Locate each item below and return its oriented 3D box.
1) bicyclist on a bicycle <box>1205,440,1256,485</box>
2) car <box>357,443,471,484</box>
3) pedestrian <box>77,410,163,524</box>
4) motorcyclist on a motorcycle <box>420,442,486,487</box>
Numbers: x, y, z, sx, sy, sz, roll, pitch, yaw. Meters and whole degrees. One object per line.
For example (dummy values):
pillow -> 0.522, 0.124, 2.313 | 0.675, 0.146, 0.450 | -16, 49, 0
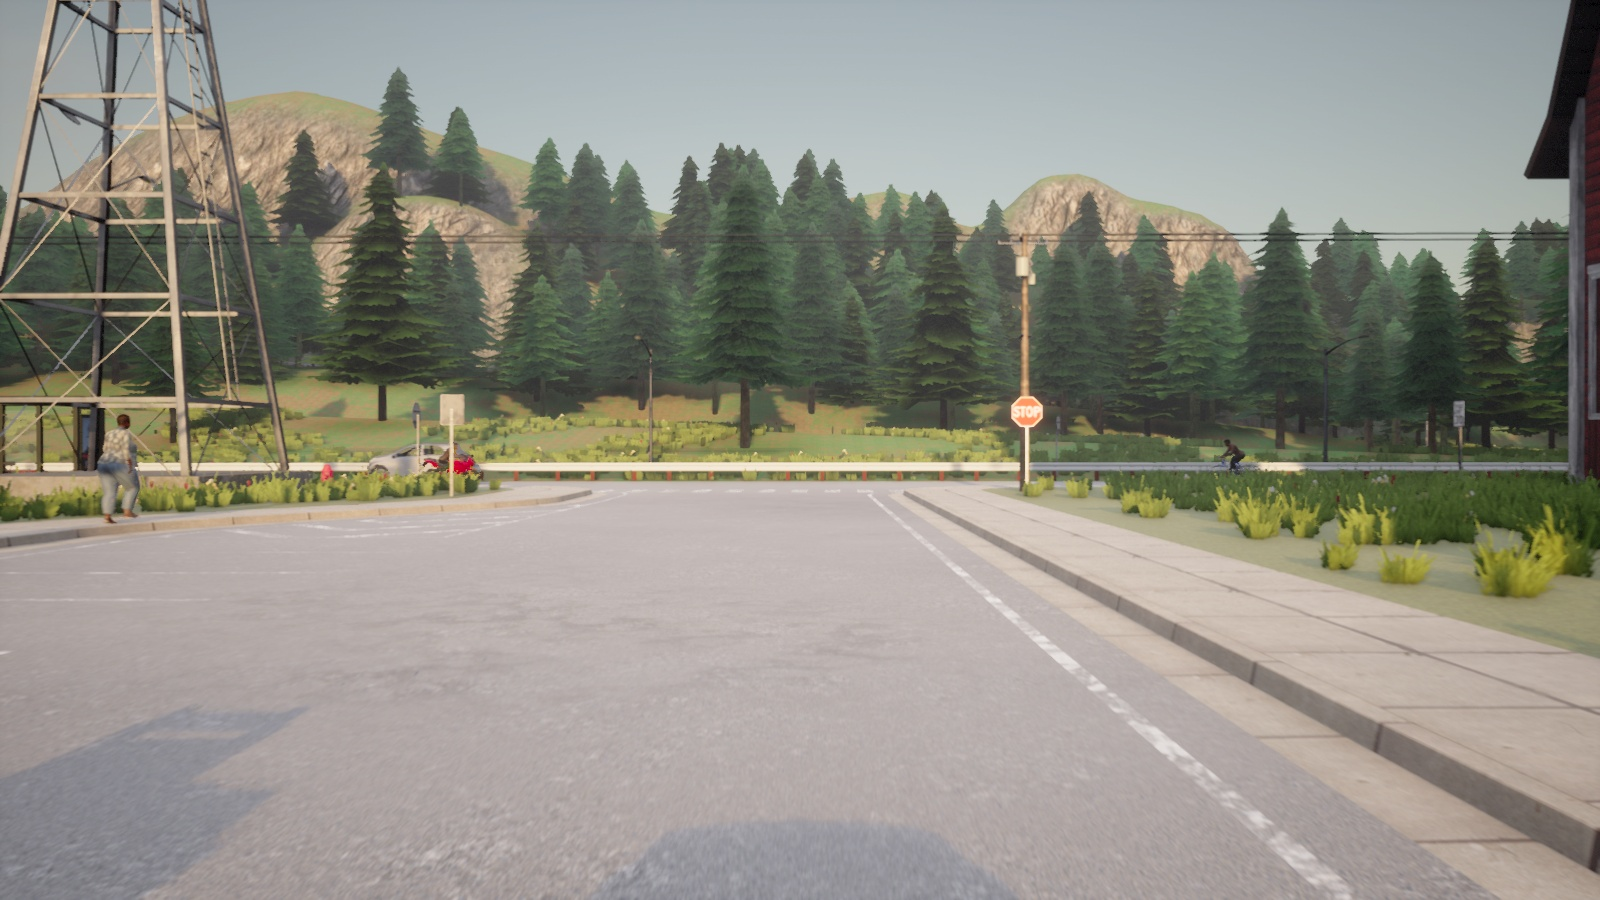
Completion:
bicyclist on a bicycle -> 15.698, 0.454, 45.810 | 1.656, 1.620, 0.582 | 0, 0, 1
car -> -14.267, 0.487, 46.514 | 3.633, 1.501, 1.845 | 0, 0, 2
pedestrian -> -11.338, 0.275, 20.948 | 0.874, 1.855, 0.900 | 0, 0, 18
motorcyclist on a motorcycle -> -11.863, 0.477, 42.953 | 2.044, 1.523, 0.797 | 0, 0, 1
